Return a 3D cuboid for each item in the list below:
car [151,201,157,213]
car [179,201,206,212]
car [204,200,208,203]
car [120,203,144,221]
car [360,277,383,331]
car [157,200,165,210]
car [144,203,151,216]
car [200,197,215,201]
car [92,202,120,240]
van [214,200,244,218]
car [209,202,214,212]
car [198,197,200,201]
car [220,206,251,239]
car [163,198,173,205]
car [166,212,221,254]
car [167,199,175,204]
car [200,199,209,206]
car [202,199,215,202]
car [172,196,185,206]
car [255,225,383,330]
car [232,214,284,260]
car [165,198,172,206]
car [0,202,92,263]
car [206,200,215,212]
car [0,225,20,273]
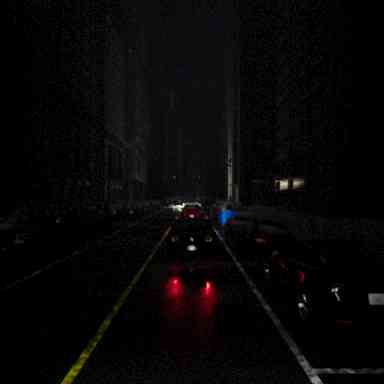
[{"bbox_3d":[-5.764,1.979,40.784,1.802,1.307,4.206,0,-1,0],"label":"car"},{"bbox_3d":[0.003,1.808,29.387,1.812,1.442,4.674,0,0,0],"label":"car"},{"bbox_3d":[2.761,1.963,40.790,1.947,1.339,4.313,0,-1,0],"label":"car"},{"bbox_3d":[-5.762,1.724,29.513,1.967,1.590,4.097,0,-1,0],"label":"car"},{"bbox_3d":[2.766,1.579,1.336,1.947,1.339,4.313,0,-1,0],"label":"car"},{"bbox_3d":[-5.766,2.096,52.056,1.802,1.307,4.206,0,-1,0],"label":"car"},{"bbox_3d":[-5.763,1.922,35.147,1.802,1.307,4.206,0,-1,0],"label":"car"},{"bbox_3d":[2.760,1.829,52.065,2.192,1.841,5.009,0,-1,0],"label":"car"},{"bbox_3d":[-5.760,1.488,18.243,2.192,1.841,5.009,0,-1,0],"label":"car"},{"bbox_3d":[2.764,1.569,23.883,1.690,1.788,3.998,0,-1,0],"label":"van"},{"bbox_3d":[2.762,1.866,29.517,1.802,1.307,4.206,0,-1,0],"label":"car"},{"bbox_3d":[2.758,2.240,68.972,2.008,1.369,4.403,0,-1,0],"label":"car"},{"bbox_3d":[2.764,1.700,18.415,1.752,1.417,4.829,0,-1,0],"label":"car"},{"bbox_3d":[-5.769,2.249,80.238,1.967,1.590,4.097,0,-1,0],"label":"car"},{"bbox_3d":[0.001,1.734,14.111,1.895,1.301,4.718,0,-1,0],"label":"car"},{"bbox_3d":[-5.770,2.496,91.507,1.947,1.339,4.313,0,-1,0],"label":"car"},{"bbox_3d":[2.757,2.276,74.778,1.752,1.417,4.829,0,-1,0],"label":"car"},{"bbox_3d":[2.760,2.021,46.426,1.947,1.339,4.313,0,-1,0],"label":"car"},{"bbox_3d":[-3.008,2.213,71.789,1.837,1.490,4.892,0,-1,0],"label":"car"},{"bbox_3d":[2.765,1.632,6.972,1.947,1.339,4.313,0,-1,0],"label":"car"},{"bbox_3d":[2.764,1.701,12.608,1.802,1.307,4.206,0,-1,0],"label":"car"},{"bbox_3d":[-5.767,2.255,68.964,1.947,1.339,4.313,0,-1,0],"label":"car"},{"bbox_3d":[-5.759,1.434,12.607,2.192,1.841,5.009,0,-1,0],"label":"car"},{"bbox_3d":[2.762,1.891,35.154,2.008,1.369,4.403,0,-1,0],"label":"car"},{"bbox_3d":[-5.760,1.632,6.969,1.947,1.339,4.313,0,-1,0],"label":"car"}]
